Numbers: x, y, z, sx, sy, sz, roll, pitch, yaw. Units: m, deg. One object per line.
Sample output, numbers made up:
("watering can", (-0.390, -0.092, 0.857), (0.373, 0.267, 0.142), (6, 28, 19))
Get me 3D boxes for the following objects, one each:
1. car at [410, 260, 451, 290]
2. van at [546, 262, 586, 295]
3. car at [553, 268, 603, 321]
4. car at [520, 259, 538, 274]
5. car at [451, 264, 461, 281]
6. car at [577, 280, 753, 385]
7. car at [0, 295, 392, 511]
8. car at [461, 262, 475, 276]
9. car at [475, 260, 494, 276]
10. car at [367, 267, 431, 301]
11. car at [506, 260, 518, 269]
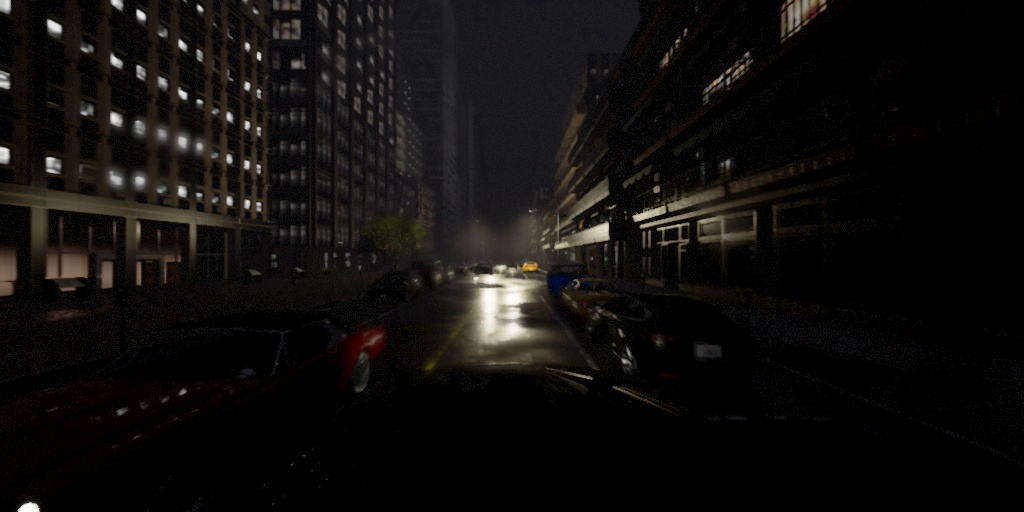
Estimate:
("car", (-5.692, 1.191, 23.531), (2.192, 1.841, 5.009), (0, 0, 0))
("van", (2.689, 1.184, 18.009), (1.690, 1.789, 3.998), (0, 0, 0))
("car", (2.690, 1.336, 12.656), (1.751, 1.417, 4.829), (0, 0, 0))
("car", (2.360, 1.502, 47.002), (1.882, 1.535, 5.008), (0, 0, 0))
("car", (-5.692, 1.461, 29.054), (2.007, 1.370, 4.403), (0, 0, 0))
("car", (2.690, 1.345, 6.963), (1.948, 1.339, 4.313), (0, 0, 0))
("car", (-3.092, 1.363, 3.903), (1.895, 1.301, 4.718), (0, 0, 0))
("car", (-5.692, 1.531, 40.099), (2.007, 1.370, 4.403), (0, 0, 0))
("car", (-3.088, 1.460, 40.436), (1.882, 1.535, 5.008), (0, -1, 0))
("car", (-5.692, 1.409, 18.009), (1.948, 1.339, 4.313), (0, 0, 0))
("car", (0.000, 1.634, 64.664), (2.128, 1.511, 4.902), (0, 0, 0))
